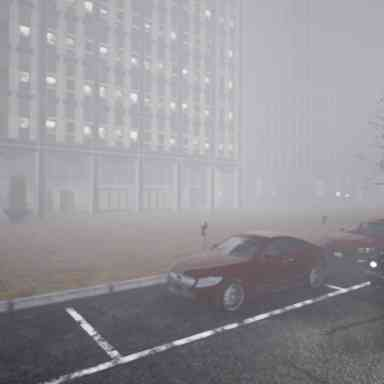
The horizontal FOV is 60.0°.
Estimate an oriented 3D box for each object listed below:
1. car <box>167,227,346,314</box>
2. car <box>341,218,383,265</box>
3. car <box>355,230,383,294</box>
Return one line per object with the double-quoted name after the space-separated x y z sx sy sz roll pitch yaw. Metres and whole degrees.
1.440 1.584 7.580 4.206 1.307 1.802 0 0 -36 "car"
6.034 1.547 10.858 4.507 1.381 1.887 0 1 -36 "car"
5.976 1.603 7.645 4.718 1.301 1.895 0 0 -36 "car"
